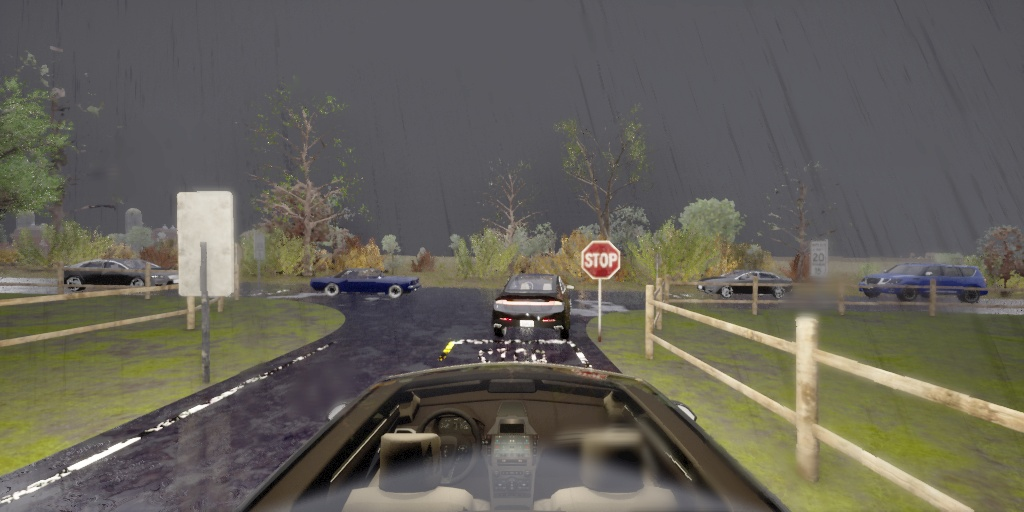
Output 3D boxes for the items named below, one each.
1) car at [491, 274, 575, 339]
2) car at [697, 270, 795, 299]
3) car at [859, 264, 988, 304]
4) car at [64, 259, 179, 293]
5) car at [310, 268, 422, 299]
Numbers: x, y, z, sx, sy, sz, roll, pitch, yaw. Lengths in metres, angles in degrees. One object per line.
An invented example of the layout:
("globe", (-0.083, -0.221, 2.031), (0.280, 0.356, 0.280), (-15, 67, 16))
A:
("car", (0.707, 1.242, 10.123), (2.128, 1.511, 4.902), (0, 0, 9))
("car", (13.005, 1.529, 20.080), (4.902, 1.511, 2.128), (1, 1, 0))
("car", (22.901, 1.470, 20.068), (5.566, 2.045, 2.150), (1, 1, 0))
("car", (-18.489, 0.889, 17.173), (4.902, 1.511, 2.128), (1, 1, 0))
("car", (-6.821, 1.252, 17.155), (4.718, 1.301, 1.895), (1, 1, 0))
